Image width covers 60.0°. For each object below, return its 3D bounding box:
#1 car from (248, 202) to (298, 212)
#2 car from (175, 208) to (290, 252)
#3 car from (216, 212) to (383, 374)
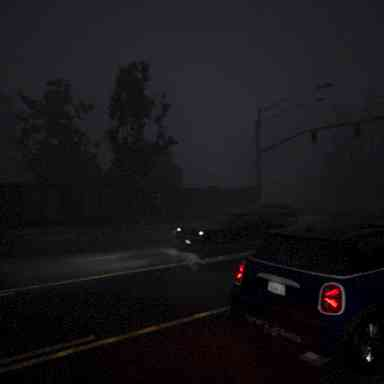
[{"bbox_3d":[4.390,1.393,19.975,4.892,1.490,1.837,0,0,-35],"label":"car"},{"bbox_3d":[1.656,1.538,13.758,4.718,1.301,1.895,-1,0,-35],"label":"car"},{"bbox_3d":[2.899,1.322,5.817,4.553,1.767,2.097,-1,0,-35],"label":"car"}]
